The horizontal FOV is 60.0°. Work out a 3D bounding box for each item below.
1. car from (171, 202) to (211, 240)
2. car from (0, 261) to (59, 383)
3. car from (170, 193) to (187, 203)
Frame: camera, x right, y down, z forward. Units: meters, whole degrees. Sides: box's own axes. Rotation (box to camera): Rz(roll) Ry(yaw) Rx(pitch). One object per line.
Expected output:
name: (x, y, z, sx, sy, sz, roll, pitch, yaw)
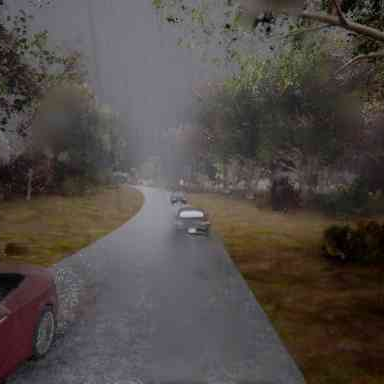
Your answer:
car: (-0.056, 1.486, 16.854, 1.812, 1.442, 4.674, 0, 1, -1)
car: (-2.848, 1.493, 3.182, 1.812, 1.442, 4.674, 1, 0, 0)
car: (-1.800, 0.769, 41.955, 1.895, 1.301, 4.718, 1, 3, -7)
